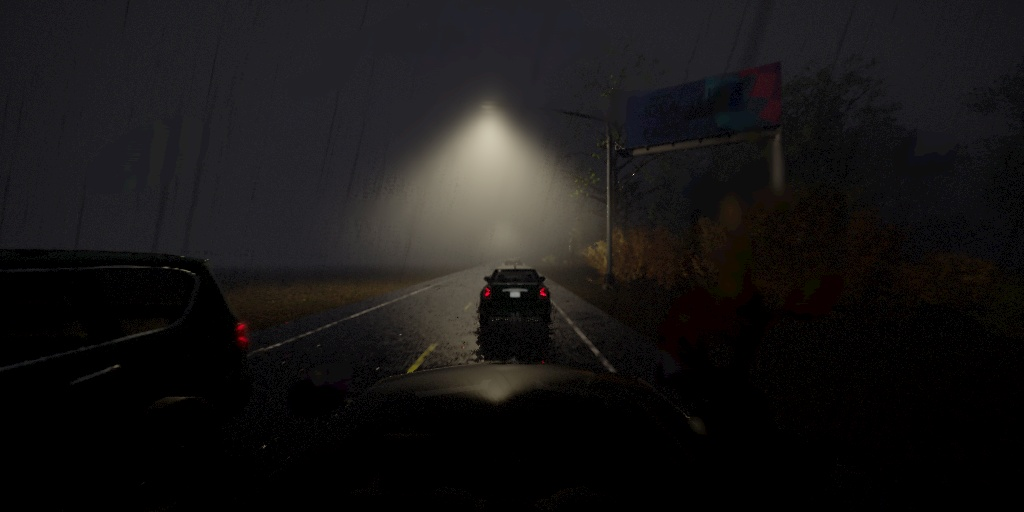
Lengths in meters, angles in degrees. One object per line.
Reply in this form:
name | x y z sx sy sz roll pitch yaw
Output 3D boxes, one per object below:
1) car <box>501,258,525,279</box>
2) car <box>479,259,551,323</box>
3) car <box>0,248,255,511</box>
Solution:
car | 0.112 1.076 33.182 2.097 1.767 4.553 0 0 0
car | 0.095 1.093 12.187 2.097 1.767 4.553 0 0 0
car | -3.587 0.972 1.190 2.150 2.045 5.566 0 0 0
